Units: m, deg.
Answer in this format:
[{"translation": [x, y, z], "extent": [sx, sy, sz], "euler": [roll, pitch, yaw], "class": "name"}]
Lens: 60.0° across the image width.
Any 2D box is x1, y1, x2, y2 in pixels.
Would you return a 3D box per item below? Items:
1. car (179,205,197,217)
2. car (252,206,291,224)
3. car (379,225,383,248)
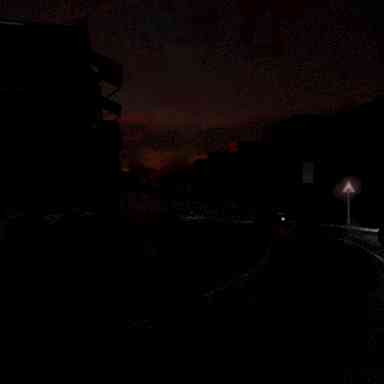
[{"translation": [-0.597, 2.676, 47.884], "extent": [2.128, 1.511, 4.902], "euler": [-1, -1, -12], "class": "car"}, {"translation": [6.789, 1.976, 28.965], "extent": [1.837, 1.490, 4.892], "euler": [-1, -2, -12], "class": "car"}, {"translation": [7.826, 1.547, 11.313], "extent": [1.895, 1.301, 4.718], "euler": [-1, 0, 18], "class": "car"}]
